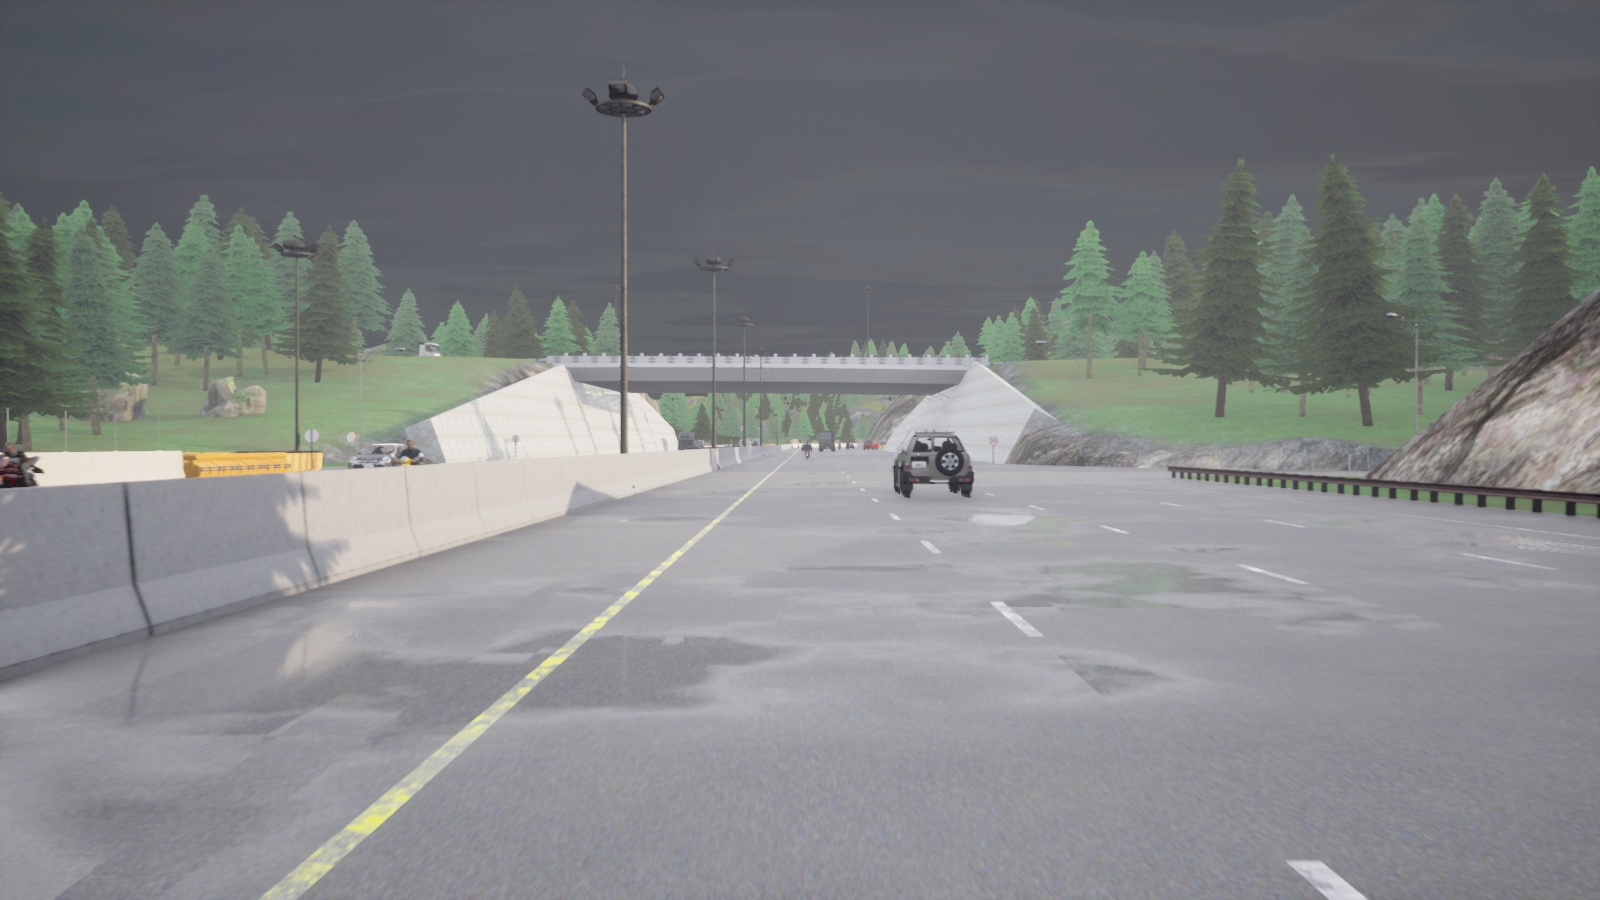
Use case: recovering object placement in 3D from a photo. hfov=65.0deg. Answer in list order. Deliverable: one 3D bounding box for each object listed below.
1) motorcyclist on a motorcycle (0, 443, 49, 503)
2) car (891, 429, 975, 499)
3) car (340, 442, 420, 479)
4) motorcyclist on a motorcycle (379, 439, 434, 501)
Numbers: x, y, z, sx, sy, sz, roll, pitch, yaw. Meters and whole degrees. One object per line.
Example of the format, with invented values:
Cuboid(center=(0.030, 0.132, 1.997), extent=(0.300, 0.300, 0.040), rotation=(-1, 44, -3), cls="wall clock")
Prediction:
Cuboid(center=(-20.798, 0.579, 32.945), extent=(0.866, 1.530, 2.191), rotation=(0, 0, 0), cls="motorcyclist on a motorcycle")
Cuboid(center=(3.719, 0.364, 35.788), extent=(1.932, 1.855, 4.605), rotation=(0, 0, 0), cls="car")
Cuboid(center=(-17.192, 0.407, 51.566), extent=(1.970, 1.475, 3.806), rotation=(0, 0, 0), cls="car")
Cuboid(center=(-10.298, 0.506, 32.901), extent=(0.866, 1.590, 1.817), rotation=(0, 0, 0), cls="motorcyclist on a motorcycle")
